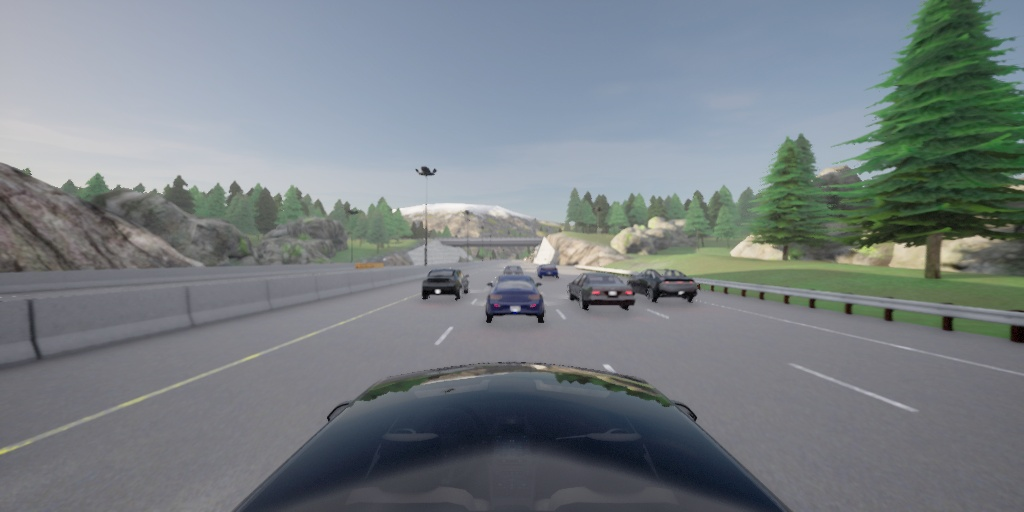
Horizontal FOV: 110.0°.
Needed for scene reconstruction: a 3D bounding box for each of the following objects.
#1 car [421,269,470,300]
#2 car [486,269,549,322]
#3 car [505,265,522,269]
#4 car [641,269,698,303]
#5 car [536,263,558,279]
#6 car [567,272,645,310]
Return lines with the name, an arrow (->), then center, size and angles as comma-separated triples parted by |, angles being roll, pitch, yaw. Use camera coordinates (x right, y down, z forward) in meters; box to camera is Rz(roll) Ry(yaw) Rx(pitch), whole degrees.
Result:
car -> -3.393, 1.388, 18.822 | 1.837, 1.490, 4.892 | 0, 0, 0
car -> 0.090, 1.360, 12.604 | 1.812, 1.442, 4.674 | 0, 0, 0
car -> 0.111, 1.527, 31.199 | 2.033, 1.411, 5.357 | 0, 0, 0
car -> 7.106, 1.365, 17.493 | 2.128, 1.511, 4.902 | 0, 0, 0
car -> 3.614, 1.503, 37.084 | 1.882, 1.535, 5.008 | 0, 0, 0
car -> 3.605, 1.404, 15.355 | 2.033, 1.411, 5.357 | 0, 0, 0
